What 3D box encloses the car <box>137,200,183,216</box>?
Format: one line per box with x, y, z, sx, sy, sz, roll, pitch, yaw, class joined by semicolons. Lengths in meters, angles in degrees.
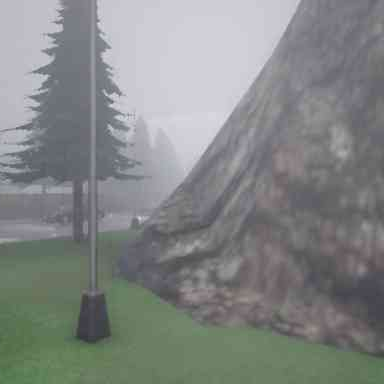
-3.290;1.559;33.419;2.033;1.411;5.357;0;0;25;car

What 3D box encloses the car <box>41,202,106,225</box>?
-8.595;1.520;24.477;1.837;1.490;4.892;0;0;34;car
